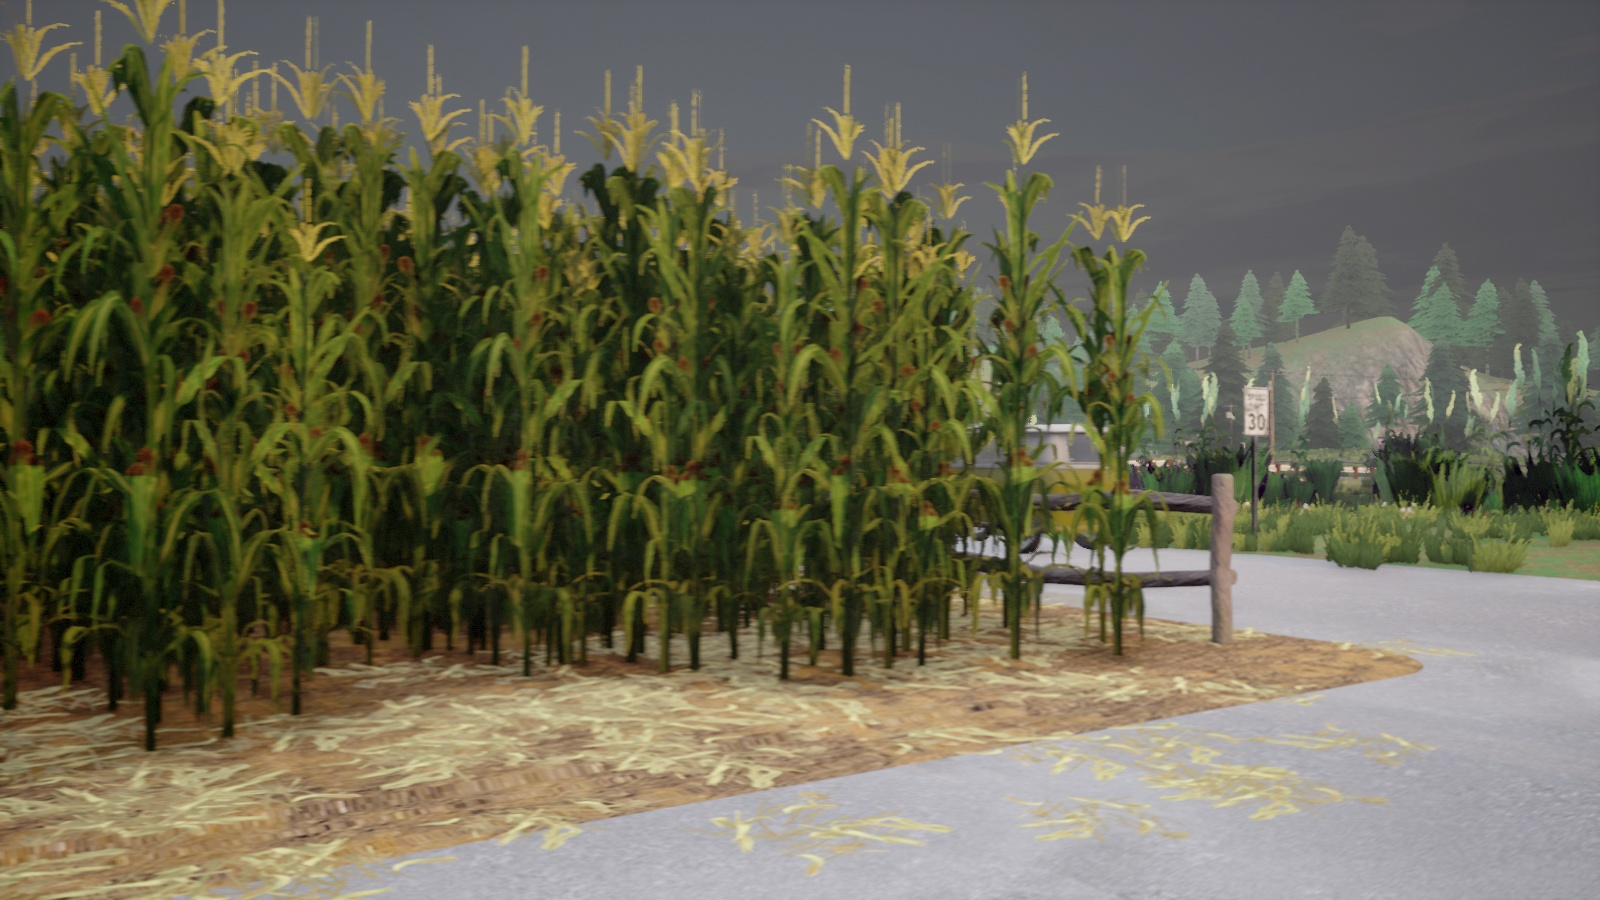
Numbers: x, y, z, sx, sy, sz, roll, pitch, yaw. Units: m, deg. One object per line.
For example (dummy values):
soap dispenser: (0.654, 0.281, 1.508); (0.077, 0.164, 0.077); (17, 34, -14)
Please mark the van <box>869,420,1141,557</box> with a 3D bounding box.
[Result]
van: (3.205, 0.564, 20.504); (1.775, 1.987, 4.442); (0, 0, -35)
